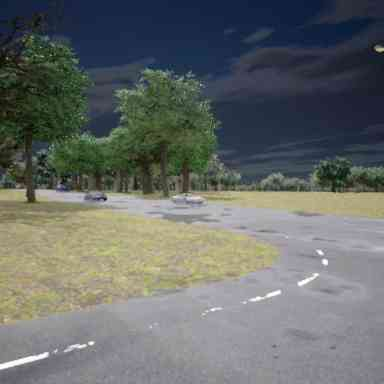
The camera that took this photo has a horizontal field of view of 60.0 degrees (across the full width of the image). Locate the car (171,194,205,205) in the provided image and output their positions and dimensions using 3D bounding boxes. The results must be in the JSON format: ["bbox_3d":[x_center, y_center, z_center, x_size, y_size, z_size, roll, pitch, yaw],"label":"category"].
[{"bbox_3d":[-0.631,0.830,39.544,1.895,1.301,4.718,-1,2,-35],"label":"car"}]

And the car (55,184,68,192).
[{"bbox_3d":[-33.764,-0.974,86.340,2.150,2.045,5.566,-1,2,-35],"label":"car"}]

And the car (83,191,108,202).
[{"bbox_3d":[-13.243,0.574,45.332,2.033,1.411,5.357,-1,2,-35],"label":"car"}]
